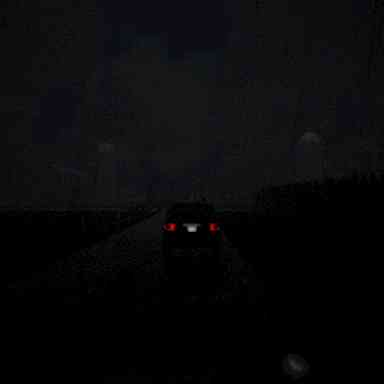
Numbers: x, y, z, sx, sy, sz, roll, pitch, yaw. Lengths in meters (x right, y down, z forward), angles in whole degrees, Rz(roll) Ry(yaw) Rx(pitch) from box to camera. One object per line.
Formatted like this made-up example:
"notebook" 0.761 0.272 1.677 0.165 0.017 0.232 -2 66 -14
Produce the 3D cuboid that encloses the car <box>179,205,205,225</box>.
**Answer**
"car" 0.009 1.939 28.984 2.033 1.411 5.357 0 -1 0

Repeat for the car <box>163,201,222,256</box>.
"car" 0.004 1.391 14.020 2.150 2.045 5.566 0 -1 0

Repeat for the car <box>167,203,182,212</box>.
"car" -2.737 2.373 51.750 2.033 1.411 5.357 0 -1 0
